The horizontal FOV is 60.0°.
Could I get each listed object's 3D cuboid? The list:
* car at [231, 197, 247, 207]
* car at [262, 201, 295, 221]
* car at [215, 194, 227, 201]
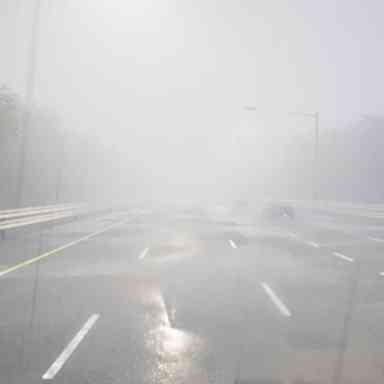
[{"bbox_3d":[7.121,1.530,50.183,2.033,1.411,5.357,0,0,0],"label":"car"},{"bbox_3d":[7.035,1.507,27.461,1.837,1.490,4.892,0,0,0],"label":"car"},{"bbox_3d":[7.250,1.310,80.272,2.097,1.767,4.553,0,0,0],"label":"car"}]
